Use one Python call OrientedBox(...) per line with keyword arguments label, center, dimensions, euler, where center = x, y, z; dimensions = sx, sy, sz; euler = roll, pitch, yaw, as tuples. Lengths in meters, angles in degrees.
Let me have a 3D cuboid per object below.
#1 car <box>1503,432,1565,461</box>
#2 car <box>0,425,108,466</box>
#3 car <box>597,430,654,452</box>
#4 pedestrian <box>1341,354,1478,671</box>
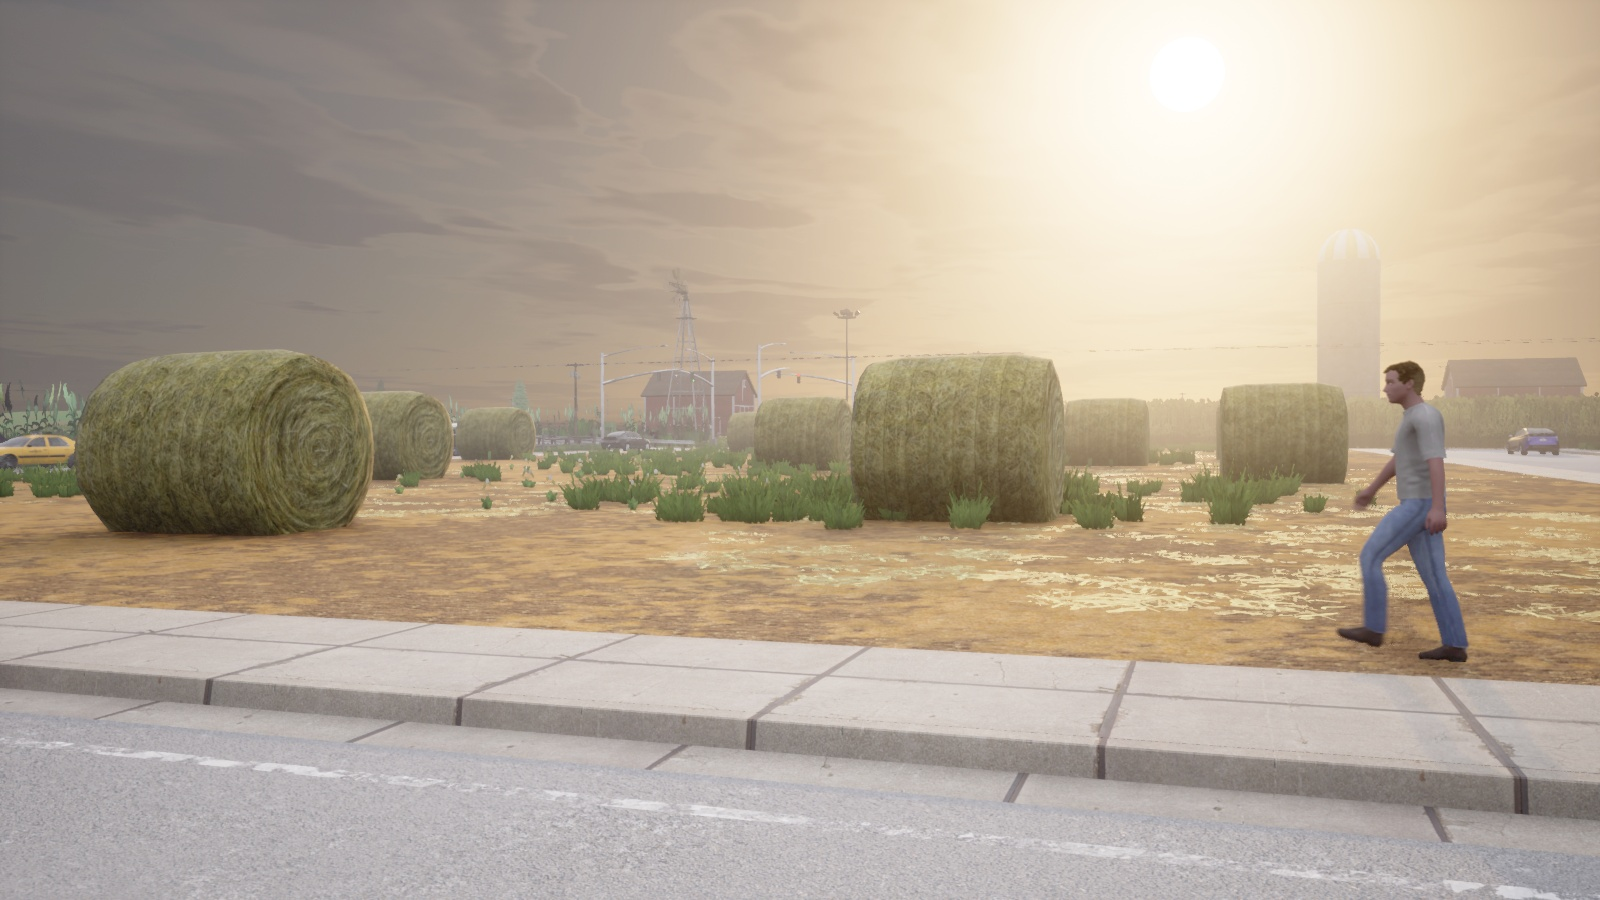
OrientedBox(label="car", center=(40.655, -0.217, 69.685), dimensions=(2.007, 1.525, 4.514), euler=(1, 1, 18))
OrientedBox(label="car", center=(-31.131, -0.203, 51.005), dimensions=(1.801, 1.575, 5.366), euler=(1, 1, 21))
OrientedBox(label="car", center=(-12.362, -0.680, 89.347), dimensions=(1.837, 1.490, 4.892), euler=(1, 1, 21))
OrientedBox(label="pedestrian", center=(3.661, 0.359, 7.580), dimensions=(0.706, 1.836, 0.354), euler=(1, 1, 23))
